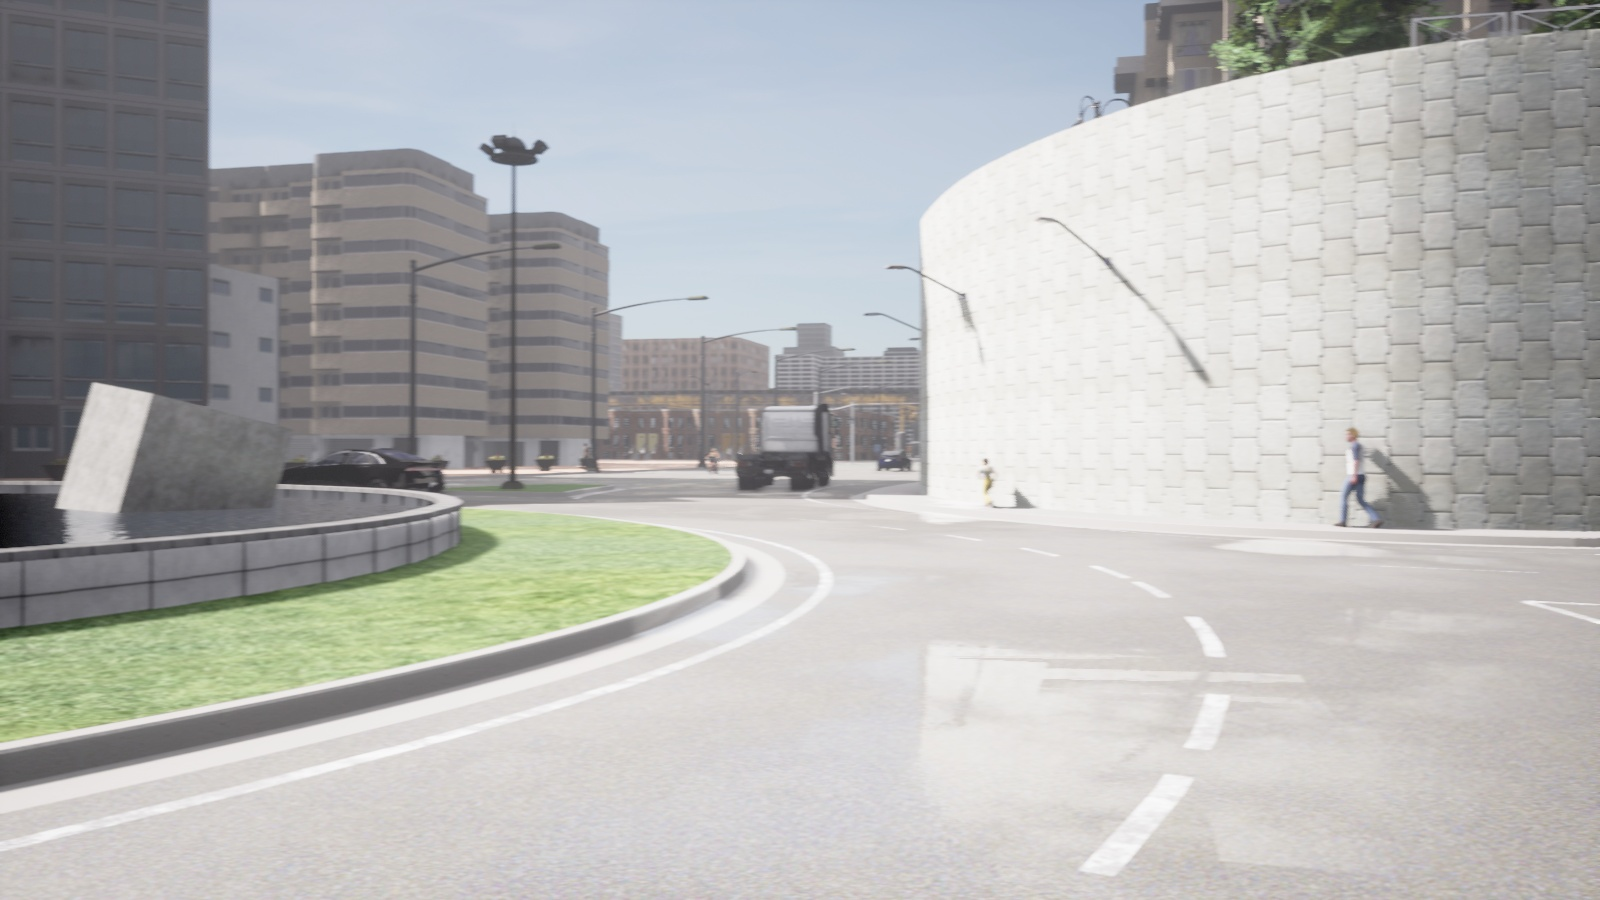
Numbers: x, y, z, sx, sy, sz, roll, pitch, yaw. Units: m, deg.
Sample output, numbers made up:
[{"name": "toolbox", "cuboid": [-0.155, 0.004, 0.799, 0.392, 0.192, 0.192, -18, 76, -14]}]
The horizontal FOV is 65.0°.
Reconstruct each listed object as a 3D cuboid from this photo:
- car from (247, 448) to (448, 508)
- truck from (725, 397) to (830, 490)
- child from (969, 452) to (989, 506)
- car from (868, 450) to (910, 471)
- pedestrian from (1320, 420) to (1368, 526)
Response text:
[{"name": "car", "cuboid": [-12.187, 0.716, 33.875, 4.902, 1.511, 2.128, 0, 0, 21]}, {"name": "truck", "cuboid": [-0.754, -0.224, 50.896, 2.891, 3.462, 7.936, 0, 0, 9]}, {"name": "child", "cuboid": [4.219, 0.684, 29.641, 0.270, 1.263, 0.437, 0, 0, -23]}, {"name": "car", "cuboid": [6.567, 0.763, 91.846, 2.163, 1.488, 4.792, 0, 0, 15]}, {"name": "pedestrian", "cuboid": [9.637, 0.398, 22.239, 0.706, 1.836, 0.354, 0, 0, 41]}]
